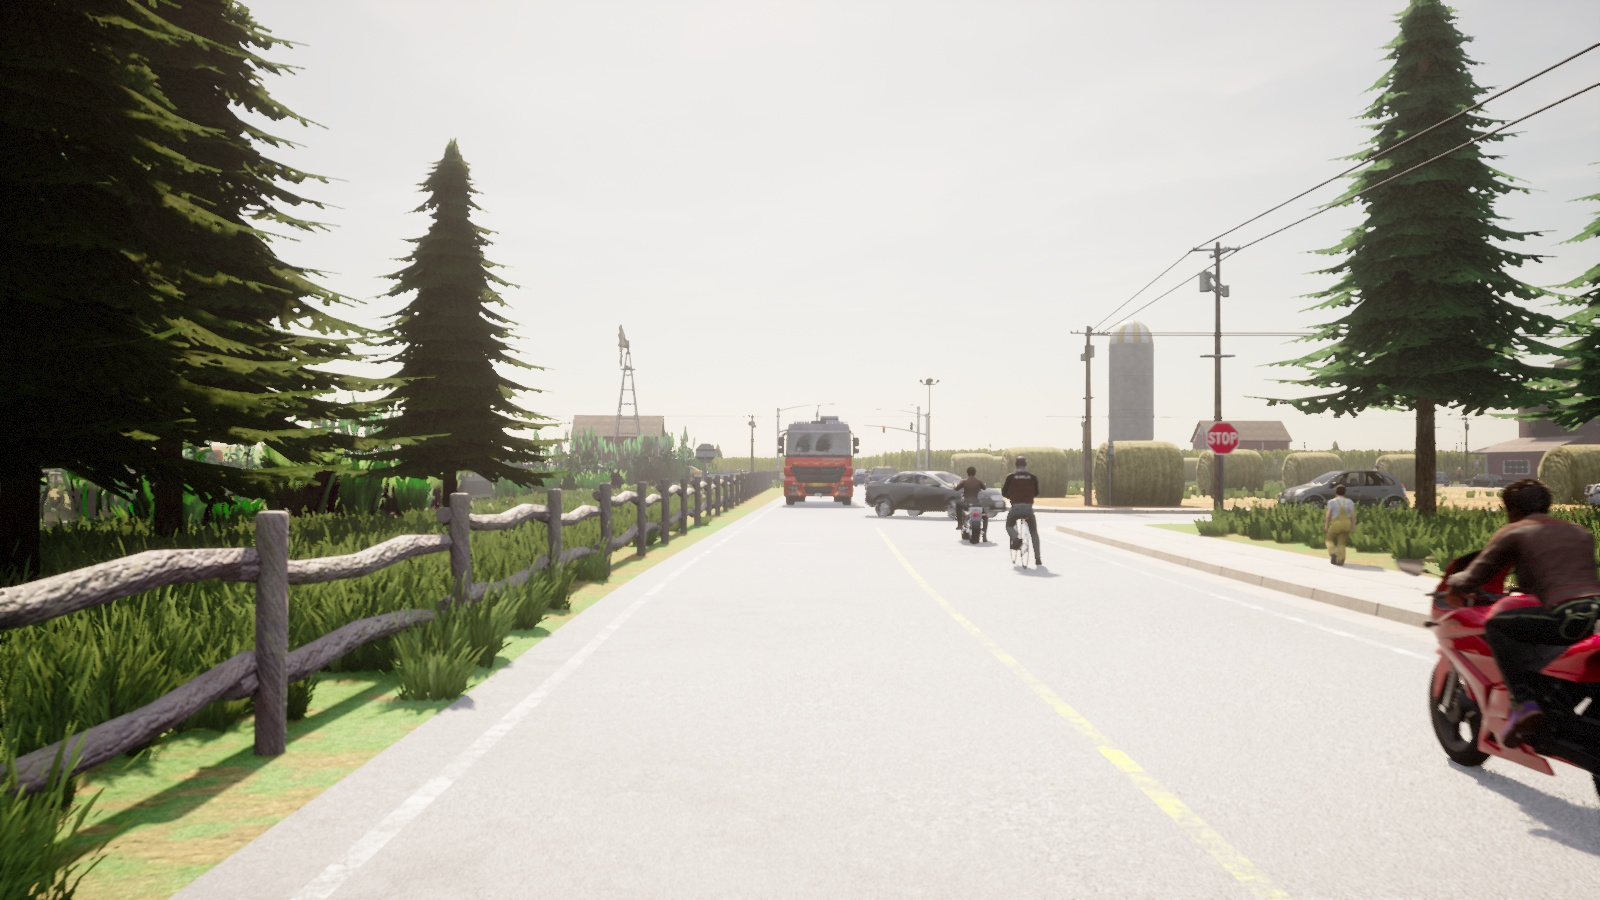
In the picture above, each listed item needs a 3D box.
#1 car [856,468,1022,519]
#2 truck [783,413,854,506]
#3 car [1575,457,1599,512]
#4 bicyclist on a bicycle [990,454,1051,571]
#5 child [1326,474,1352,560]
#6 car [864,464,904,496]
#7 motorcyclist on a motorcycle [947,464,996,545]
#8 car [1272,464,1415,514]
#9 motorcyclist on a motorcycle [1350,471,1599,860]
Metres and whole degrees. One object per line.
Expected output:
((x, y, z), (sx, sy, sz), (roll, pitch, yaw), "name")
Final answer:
((4.361, 1.346, 39.889), (4.902, 1.511, 2.128), (-1, -1, 42), "car")
((0.858, 0.456, 55.701), (2.891, 3.827, 8.468), (0, -1, 1), "truck")
((29.129, 1.164, 42.487), (4.605, 1.855, 1.932), (0, -1, -1), "car")
((3.483, 0.954, 19.987), (0.659, 1.776, 1.843), (0, -1, 1), "bicyclist on a bicycle")
((7.981, 0.985, 18.600), (0.270, 1.263, 0.437), (0, -1, 12), "child")
((4.773, 1.702, 71.969), (2.097, 1.767, 4.553), (0, -1, 1), "car")
((3.637, 1.134, 26.817), (0.766, 1.649, 2.350), (0, -1, 1), "motorcyclist on a motorcycle")
((18.214, 1.285, 42.230), (3.988, 1.617, 1.851), (0, -1, -1), "car")
((3.480, 0.868, 5.984), (0.797, 1.523, 2.044), (0, -1, 0), "motorcyclist on a motorcycle")
